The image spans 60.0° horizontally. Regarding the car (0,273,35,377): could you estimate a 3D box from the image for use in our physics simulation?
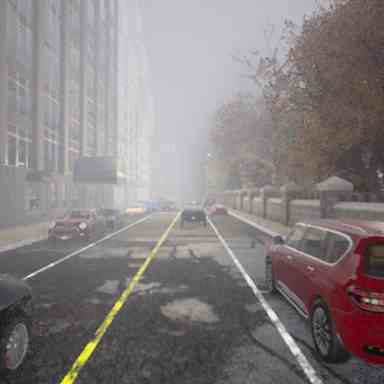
[{"bbox_3d":[-3.100,1.552,2.920,1.812,1.442,4.674,0,-1,0],"label":"car"}]

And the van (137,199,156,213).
[{"bbox_3d":[-5.675,1.667,39.501,1.690,1.788,3.998,1,0,0],"label":"van"}]

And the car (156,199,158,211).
[{"bbox_3d":[-5.646,1.934,45.042,1.947,1.339,4.313,1,0,1],"label":"car"}]

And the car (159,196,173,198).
[{"bbox_3d":[-5.282,1.796,61.112,2.192,1.841,5.009,1,0,2],"label":"car"}]

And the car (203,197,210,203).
[{"bbox_3d":[3.967,2.123,93.692,1.967,1.590,4.097,1,0,2],"label":"car"}]

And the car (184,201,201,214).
[{"bbox_3d":[0.124,1.894,42.146,2.033,1.411,5.357,0,0,0],"label":"car"}]

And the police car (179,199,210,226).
[{"bbox_3d":[0.105,1.645,25.941,1.930,1.638,5.238,0,0,0],"label":"police car"}]

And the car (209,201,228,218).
[{"bbox_3d":[2.702,1.864,33.672,1.802,1.307,4.206,0,0,0],"label":"car"}]

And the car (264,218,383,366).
[{"bbox_3d":[2.698,1.369,5.873,2.192,1.841,5.009,0,0,0],"label":"car"}]

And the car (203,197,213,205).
[{"bbox_3d":[3.384,1.990,71.786,1.967,1.590,4.097,1,0,2],"label":"car"}]

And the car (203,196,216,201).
[{"bbox_3d":[2.949,1.756,55.357,2.192,1.841,5.009,1,0,2],"label":"car"}]

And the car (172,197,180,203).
[{"bbox_3d":[-4.411,2.236,93.944,2.008,1.369,4.403,1,0,2],"label":"car"}]

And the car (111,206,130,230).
[{"bbox_3d":[-5.826,1.760,22.820,1.947,1.339,4.313,0,0,0],"label":"car"}]

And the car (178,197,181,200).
[{"bbox_3d":[-4.700,1.936,83.001,2.192,1.841,5.009,1,0,2],"label":"car"}]

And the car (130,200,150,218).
[{"bbox_3d":[-5.687,1.807,33.770,1.752,1.417,4.829,1,0,0],"label":"car"}]

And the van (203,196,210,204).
[{"bbox_3d":[3.677,1.959,82.740,1.690,1.788,3.998,1,0,2],"label":"van"}]

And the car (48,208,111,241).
[{"bbox_3d":[-5.826,1.589,17.261,1.967,1.590,4.097,0,0,0],"label":"car"}]

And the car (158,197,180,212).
[{"bbox_3d":[-3.036,1.864,44.066,1.837,1.490,4.892,0,0,1],"label":"car"}]
